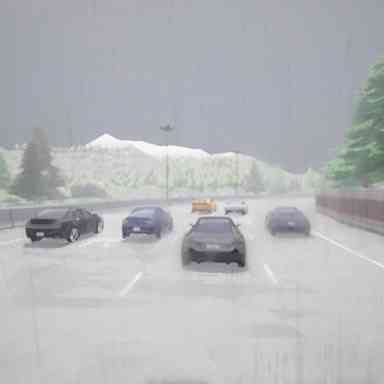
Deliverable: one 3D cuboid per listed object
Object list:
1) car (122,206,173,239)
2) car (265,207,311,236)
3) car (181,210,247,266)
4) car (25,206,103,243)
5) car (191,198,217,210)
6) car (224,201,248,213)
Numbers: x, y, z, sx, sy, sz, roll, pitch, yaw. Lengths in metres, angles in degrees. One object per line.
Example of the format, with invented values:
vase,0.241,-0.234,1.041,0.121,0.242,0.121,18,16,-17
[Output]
car,-2.155,1.457,16.871,1.812,1.442,4.674,0,0,7
car,5.111,1.502,18.116,1.994,1.385,4.181,0,0,8
car,0.777,1.521,11.425,1.994,1.385,4.181,0,0,5
car,-5.806,1.435,15.737,1.837,1.490,4.892,0,0,7
car,1.332,1.347,34.408,1.882,1.535,5.008,0,0,15
car,4.415,1.483,32.473,1.895,1.301,4.718,0,0,14
